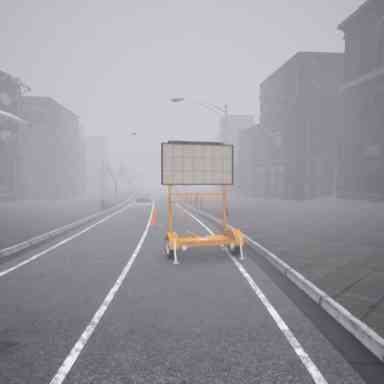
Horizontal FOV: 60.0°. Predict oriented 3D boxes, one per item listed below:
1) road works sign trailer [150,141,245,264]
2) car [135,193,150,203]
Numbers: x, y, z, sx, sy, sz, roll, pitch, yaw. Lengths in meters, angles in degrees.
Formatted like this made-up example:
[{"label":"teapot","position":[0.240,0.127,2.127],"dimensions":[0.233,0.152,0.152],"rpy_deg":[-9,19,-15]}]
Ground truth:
[{"label":"road works sign trailer","position":[0.140,0.173,10.820],"dimensions":[2.380,3.560,2.880],"rpy_deg":[-1,1,-16]},{"label":"car","position":[-6.952,0.845,47.236],"dimensions":[1.994,1.385,4.181],"rpy_deg":[0,2,-6]}]
